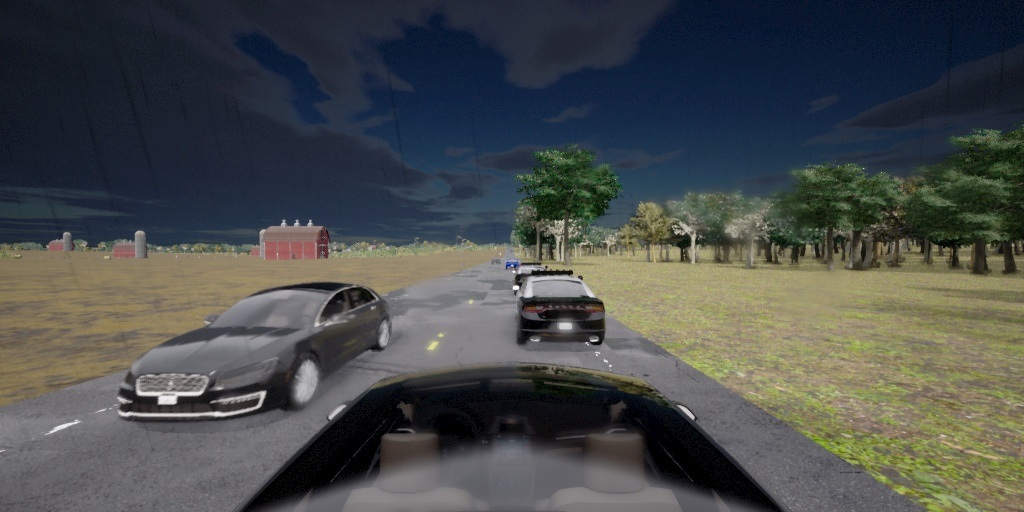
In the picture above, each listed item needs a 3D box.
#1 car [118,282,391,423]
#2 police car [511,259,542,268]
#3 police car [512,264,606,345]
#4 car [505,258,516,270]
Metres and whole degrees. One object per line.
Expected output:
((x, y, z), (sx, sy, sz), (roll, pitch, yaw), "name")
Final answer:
((-3.598, 1.253, 6.173), (1.837, 1.490, 4.892), (0, 0, 0), "car")
((1.053, 1.164, 19.613), (1.930, 1.638, 5.238), (0, 0, 0), "police car")
((1.052, 1.171, 9.612), (1.930, 1.638, 5.238), (0, 0, 0), "police car")
((0.071, 1.147, 51.655), (1.882, 1.535, 5.008), (0, 0, 0), "car")
